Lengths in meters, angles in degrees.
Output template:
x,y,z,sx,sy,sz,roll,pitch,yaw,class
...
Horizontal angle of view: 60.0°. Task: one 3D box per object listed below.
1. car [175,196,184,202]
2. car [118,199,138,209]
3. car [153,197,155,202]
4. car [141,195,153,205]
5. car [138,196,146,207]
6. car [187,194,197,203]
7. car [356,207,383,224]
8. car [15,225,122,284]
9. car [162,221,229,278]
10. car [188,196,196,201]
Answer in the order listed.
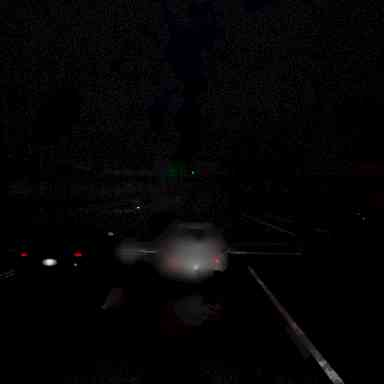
x,y,z,sx,sy,sz,roll,pitch,yaw,class
-3.482,1.926,85.426,1.812,1.442,4.674,0,0,0,car
-10.576,2.089,53.936,1.994,1.385,4.181,0,0,0,car
-10.482,1.951,84.292,2.033,1.411,5.357,0,0,0,car
-10.485,1.719,73.453,2.150,2.045,5.566,0,0,0,car
-10.529,2.006,63.008,1.882,1.535,5.008,0,0,1,car
0.018,1.633,84.686,2.150,2.045,5.566,0,0,0,car
16.493,1.940,27.754,4.718,1.301,1.895,0,-1,-2,car
-3.409,1.686,9.976,1.994,1.385,4.181,0,-1,0,car
0.092,1.655,10.519,1.812,1.442,4.674,0,-1,0,car
0.020,1.859,95.311,2.033,1.411,5.357,0,0,0,car
